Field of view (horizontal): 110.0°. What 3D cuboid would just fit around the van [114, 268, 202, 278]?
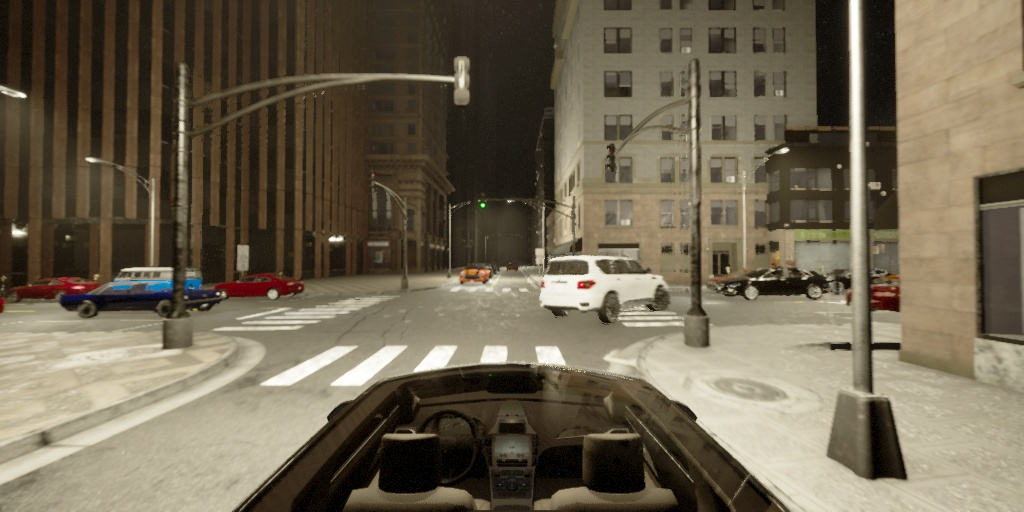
[{"bbox_3d":[-19.605,1.539,19.906,3.998,1.789,1.690,0,0,0],"label":"van"}]

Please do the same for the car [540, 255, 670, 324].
[{"bbox_3d":[3.373,1.023,12.539,5.566,2.045,2.150,0,-3,-43],"label":"car"}]

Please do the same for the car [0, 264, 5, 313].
[{"bbox_3d":[-24.115,1.380,13.973,5.566,2.045,2.150,-1,-1,-1],"label":"car"}]

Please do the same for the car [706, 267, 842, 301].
[{"bbox_3d":[12.264,1.272,17.054,4.892,1.490,1.837,-1,-1,0],"label":"car"}]

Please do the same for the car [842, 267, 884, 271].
[{"bbox_3d":[18.650,1.300,19.775,4.313,1.339,1.948,0,0,0],"label":"car"}]

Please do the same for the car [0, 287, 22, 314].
[{"bbox_3d":[-19.626,1.377,11.381,5.009,1.841,2.192,0,0,0],"label":"car"}]

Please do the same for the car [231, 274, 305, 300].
[{"bbox_3d":[-13.981,1.675,19.887,4.507,1.381,1.888,0,0,0],"label":"car"}]

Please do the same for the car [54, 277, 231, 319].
[{"bbox_3d":[-14.150,1.638,13.941,4.718,1.301,1.895,-1,-1,0],"label":"car"}]

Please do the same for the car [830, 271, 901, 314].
[{"bbox_3d":[12.978,1.248,11.269,4.207,1.307,1.802,0,0,0],"label":"car"}]

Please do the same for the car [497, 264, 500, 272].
[{"bbox_3d":[-3.002,1.732,48.806,1.837,1.490,4.892,0,0,1],"label":"car"}]

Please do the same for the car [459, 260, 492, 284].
[{"bbox_3d":[-3.116,1.411,30.425,2.097,1.767,4.553,0,-1,1],"label":"car"}]

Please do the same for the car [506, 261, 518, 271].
[{"bbox_3d":[0.012,1.900,61.632,1.994,1.385,4.181,0,0,0],"label":"car"}]

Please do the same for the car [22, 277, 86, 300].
[{"bbox_3d":[-25.229,1.849,19.925,4.207,1.307,1.802,0,0,0],"label":"car"}]

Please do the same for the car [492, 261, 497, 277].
[{"bbox_3d":[-3.072,1.636,39.501,2.128,1.511,4.902,0,-1,0],"label":"car"}]
